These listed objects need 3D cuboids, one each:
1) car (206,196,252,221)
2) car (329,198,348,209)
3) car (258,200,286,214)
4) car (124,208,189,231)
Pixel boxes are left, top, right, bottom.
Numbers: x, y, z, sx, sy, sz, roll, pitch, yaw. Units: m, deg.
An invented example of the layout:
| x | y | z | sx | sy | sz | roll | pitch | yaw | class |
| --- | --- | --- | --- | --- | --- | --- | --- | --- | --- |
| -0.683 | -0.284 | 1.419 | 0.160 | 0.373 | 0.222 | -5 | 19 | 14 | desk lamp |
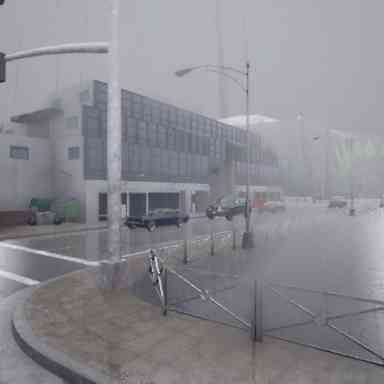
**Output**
| x | y | z | sx | sy | sz | roll | pitch | yaw | class |
| --- | --- | --- | --- | --- | --- | --- | --- | --- | --- |
| 3.467 | 1.391 | 30.157 | 2.150 | 2.045 | 5.566 | 0 | 0 | 36 | car |
| 21.817 | 1.676 | 49.520 | 1.837 | 1.490 | 4.892 | 0 | 0 | 35 | car |
| 9.243 | 1.695 | 38.229 | 1.812 | 1.442 | 4.674 | 0 | 0 | 36 | car |
| -2.265 | 1.770 | 22.128 | 1.895 | 1.301 | 4.718 | 0 | 0 | 36 | car |
